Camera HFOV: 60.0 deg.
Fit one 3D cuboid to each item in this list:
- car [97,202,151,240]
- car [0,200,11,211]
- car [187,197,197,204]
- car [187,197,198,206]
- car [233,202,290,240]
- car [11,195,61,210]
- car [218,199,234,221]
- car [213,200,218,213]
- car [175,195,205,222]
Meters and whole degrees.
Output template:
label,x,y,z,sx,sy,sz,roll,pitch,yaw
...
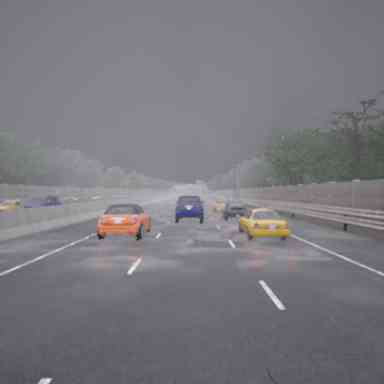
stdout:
label,x,y,z,sx,sy,sz,roll,pitch,yaw
car,-3.403,1.392,17.468,2.097,1.767,4.553,0,0,0
car,-17.603,1.564,32.268,1.882,1.535,5.008,0,0,0
car,-0.012,1.802,74.525,2.033,1.411,5.357,0,0,0
car,0.067,1.675,59.115,1.882,1.535,5.008,0,-1,0
car,3.498,1.496,17.034,1.801,1.575,5.366,0,0,0
car,-14.104,1.303,31.050,2.150,2.045,5.566,0,0,0
car,3.496,1.574,27.847,1.837,1.490,4.892,0,0,0
car,3.494,1.567,39.039,1.801,1.575,5.366,0,0,0
car,-0.162,1.290,26.812,2.150,2.045,5.566,0,0,1
